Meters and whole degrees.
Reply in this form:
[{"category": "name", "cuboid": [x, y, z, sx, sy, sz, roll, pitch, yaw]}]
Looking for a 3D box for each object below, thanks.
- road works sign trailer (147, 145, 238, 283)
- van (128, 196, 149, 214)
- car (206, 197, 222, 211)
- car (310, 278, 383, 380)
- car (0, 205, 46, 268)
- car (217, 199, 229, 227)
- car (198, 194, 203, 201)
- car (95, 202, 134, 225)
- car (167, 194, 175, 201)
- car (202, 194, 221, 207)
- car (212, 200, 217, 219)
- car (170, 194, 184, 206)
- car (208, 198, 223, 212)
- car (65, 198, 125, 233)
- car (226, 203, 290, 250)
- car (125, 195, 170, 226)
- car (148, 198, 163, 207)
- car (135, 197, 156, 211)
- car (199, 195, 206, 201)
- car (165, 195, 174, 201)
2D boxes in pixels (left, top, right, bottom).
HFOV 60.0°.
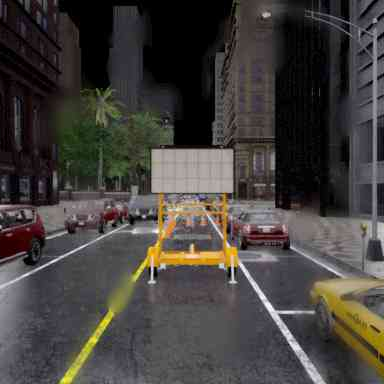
[{"category": "road works sign trailer", "cuboid": [0.013, 0.464, 9.596, 2.380, 3.560, 2.880, 0, 0, 0]}, {"category": "van", "cuboid": [-5.721, 1.350, 36.044, 1.690, 1.788, 3.998, 0, 0, 0]}, {"category": "car", "cuboid": [2.805, 1.534, 36.188, 1.752, 1.417, 4.829, 0, 0, 0]}, {"category": "car", "cuboid": [2.765, 1.525, 3.638, 1.752, 1.417, 4.829, 0, 0, 0]}, {"category": "car", "cuboid": [-5.755, 1.315, 8.914, 2.192, 1.841, 5.009, 0, 0, 0]}, {"category": "car", "cuboid": [2.784, 1.442, 19.743, 1.967, 1.590, 4.097, 0, 0, 0]}, {"category": "car", "cuboid": [2.858, 1.576, 78.731, 1.947, 1.339, 4.313, 0, 0, 0]}, {"category": "car", "cuboid": [-5.734, 1.549, 25.191, 1.887, 1.381, 4.507, 0, 0, 0]}, {"category": "car", "cuboid": [-5.654, 1.447, 89.602, 1.967, 1.590, 4.097, 0, 0, 0]}, {"category": "car", "cuboid": [2.811, 1.326, 41.443, 2.192, 1.841, 5.009, 0, 0, 0]}, {"category": "car", "cuboid": [2.790, 1.549, 25.168, 1.887, 1.381, 4.507, 0, 0, 0]}, {"category": "car", "cuboid": [-2.930, 1.505, 55.536, 2.128, 1.511, 4.902, 0, 0, 0]}, {"category": "car", "cuboid": [2.798, 1.557, 30.593, 2.008, 1.369, 4.403, 0, 0, 0]}, {"category": "car", "cuboid": [-5.742, 1.317, 19.766, 2.192, 1.841, 5.009, 0, 0, 0]}, {"category": "car", "cuboid": [2.777, 1.441, 14.318, 1.967, 1.590, 4.097, 0, 0, 0]}, {"category": "car", "cuboid": [-3.069, 1.225, 24.032, 2.150, 2.045, 5.566, 0, 0, 0]}, {"category": "car", "cuboid": [-5.700, 1.594, 52.322, 1.802, 1.307, 4.206, 0, 0, 0]}, {"category": "car", "cuboid": [-5.714, 1.451, 41.470, 1.967, 1.590, 4.097, 0, 0, 0]}, {"category": "car", "cuboid": [2.872, 1.532, 89.742, 1.752, 1.417, 4.829, 0, 0, 0]}, {"category": "car", "cuboid": [-5.660, 1.559, 84.182, 2.008, 1.369, 4.403, 0, 0, 0]}]
